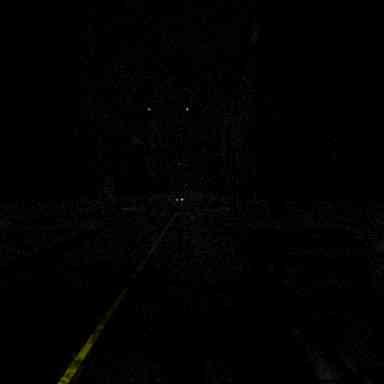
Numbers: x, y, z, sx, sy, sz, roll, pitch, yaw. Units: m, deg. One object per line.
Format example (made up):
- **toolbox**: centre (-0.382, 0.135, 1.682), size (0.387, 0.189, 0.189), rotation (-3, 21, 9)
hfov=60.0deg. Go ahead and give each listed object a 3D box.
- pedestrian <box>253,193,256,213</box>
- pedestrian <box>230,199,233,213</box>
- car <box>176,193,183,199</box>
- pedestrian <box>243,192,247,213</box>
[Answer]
- **pedestrian**: centre (5.639, 0.971, 30.022), size (0.375, 1.860, 0.375), rotation (0, 0, 0)
- **pedestrian**: centre (3.640, 1.232, 30.625), size (0.375, 1.300, 0.375), rotation (0, 0, 0)
- **car**: centre (-3.077, 1.022, 83.265), size (2.033, 1.411, 5.357), rotation (0, 0, 0)
- **pedestrian**: centre (4.640, 0.964, 29.422), size (0.375, 1.860, 0.375), rotation (0, 0, 0)
